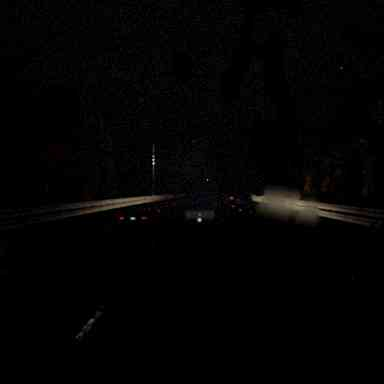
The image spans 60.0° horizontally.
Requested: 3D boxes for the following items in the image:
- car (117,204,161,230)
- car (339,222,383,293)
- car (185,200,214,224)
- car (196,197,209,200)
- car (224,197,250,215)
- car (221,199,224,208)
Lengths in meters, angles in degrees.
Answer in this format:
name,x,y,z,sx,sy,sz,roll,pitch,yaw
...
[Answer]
name,x,y,z,sx,sy,sz,roll,pitch,yaw
car,-3.050,1.444,20.081,2.033,1.411,5.357,0,0,2
car,4.590,1.199,5.651,2.150,2.045,5.566,0,0,1
car,0.565,1.484,23.495,1.895,1.301,4.718,0,0,2
car,1.372,1.332,41.037,1.812,1.442,4.674,0,0,3
car,4.320,1.377,31.258,1.812,1.442,4.674,0,0,3
car,5.049,1.358,45.110,1.994,1.385,4.181,0,0,4
